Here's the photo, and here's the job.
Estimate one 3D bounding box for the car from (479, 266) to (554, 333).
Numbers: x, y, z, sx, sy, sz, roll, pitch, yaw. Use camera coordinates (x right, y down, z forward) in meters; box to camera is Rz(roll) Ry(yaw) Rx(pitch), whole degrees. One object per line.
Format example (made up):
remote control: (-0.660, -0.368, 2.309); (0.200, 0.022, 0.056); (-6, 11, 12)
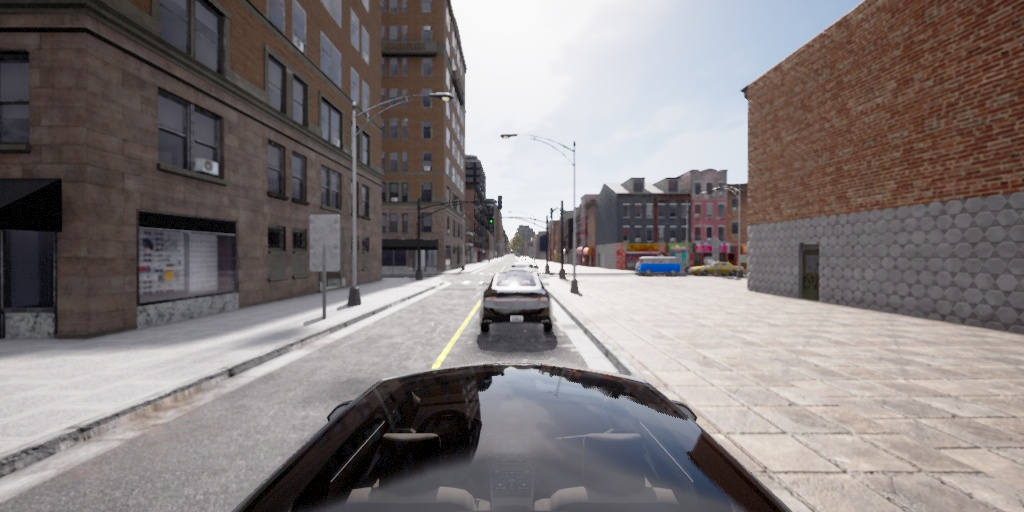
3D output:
car: (0.112, 1.207, 10.620); (2.128, 1.511, 4.902); (0, 0, 0)

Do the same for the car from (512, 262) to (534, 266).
car: (0.833, 1.182, 26.218); (1.812, 1.442, 4.674); (0, 0, 12)

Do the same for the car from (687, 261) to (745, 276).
car: (19.223, 1.145, 33.920); (4.829, 1.417, 1.751); (0, 0, 0)

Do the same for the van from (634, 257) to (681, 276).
van: (13.781, 0.964, 33.936); (3.998, 1.789, 1.690); (0, 0, 0)
